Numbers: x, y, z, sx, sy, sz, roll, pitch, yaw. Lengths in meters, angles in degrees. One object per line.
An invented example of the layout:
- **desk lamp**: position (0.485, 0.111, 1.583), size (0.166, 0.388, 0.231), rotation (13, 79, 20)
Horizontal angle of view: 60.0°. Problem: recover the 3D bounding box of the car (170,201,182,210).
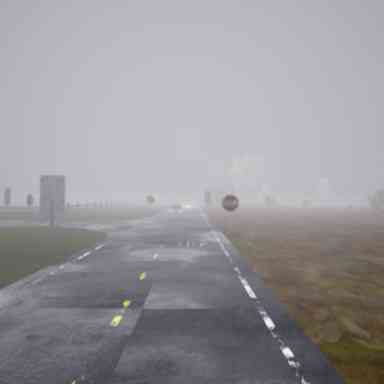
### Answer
- **car**: position (-2.747, 2.304, 57.461), size (1.882, 1.535, 5.008), rotation (0, -1, 0)
